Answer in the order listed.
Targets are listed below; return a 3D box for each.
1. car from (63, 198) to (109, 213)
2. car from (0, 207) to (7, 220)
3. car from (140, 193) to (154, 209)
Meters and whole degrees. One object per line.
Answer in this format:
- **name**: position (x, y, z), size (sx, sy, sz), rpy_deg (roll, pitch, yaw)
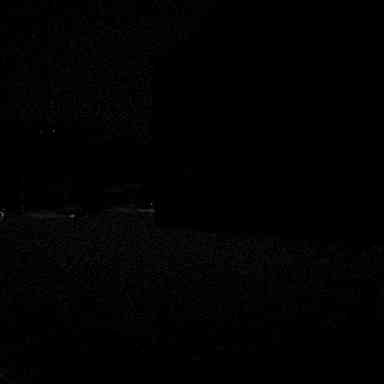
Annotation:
- **car**: position (-11.165, 1.447, 35.207), size (1.882, 1.535, 5.008), rpy_deg (0, 0, 35)
- **car**: position (-17.241, 1.599, 26.677), size (1.994, 1.385, 4.181), rpy_deg (0, 0, 35)
- **car**: position (-4.444, 1.138, 44.626), size (2.150, 2.045, 5.566), rpy_deg (0, 0, 36)
